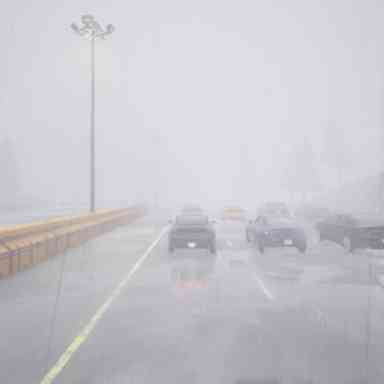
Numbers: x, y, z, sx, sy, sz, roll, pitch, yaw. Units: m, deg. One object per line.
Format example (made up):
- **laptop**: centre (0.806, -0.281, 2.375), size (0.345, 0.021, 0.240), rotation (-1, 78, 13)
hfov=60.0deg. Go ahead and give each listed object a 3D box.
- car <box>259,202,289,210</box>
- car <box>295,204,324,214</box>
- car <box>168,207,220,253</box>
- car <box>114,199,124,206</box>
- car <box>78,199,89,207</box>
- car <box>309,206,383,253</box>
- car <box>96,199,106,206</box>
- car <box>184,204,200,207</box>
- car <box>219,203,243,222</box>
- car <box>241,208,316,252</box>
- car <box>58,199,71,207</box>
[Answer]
- **car**: centre (7.010, 1.621, 29.068), size (2.097, 1.767, 4.553), rotation (0, -1, 0)
- **car**: centre (10.508, 1.765, 29.270), size (2.128, 1.511, 4.902), rotation (0, 0, 0)
- **car**: centre (0.004, 1.641, 14.294), size (1.837, 1.490, 4.892), rotation (0, 0, 0)
- **car**: centre (-15.189, 2.141, 69.110), size (1.837, 1.490, 4.892), rotation (0, -1, -13)
- **car**: centre (-21.891, 2.101, 67.077), size (1.882, 1.535, 5.008), rotation (0, -1, -13)
- **car**: centre (7.006, 1.613, 14.462), size (1.882, 1.535, 5.008), rotation (0, 0, 0)
- **car**: centre (-18.540, 2.132, 68.093), size (1.837, 1.490, 4.892), rotation (0, -1, -13)
- **car**: centre (0.009, 1.765, 29.278), size (2.128, 1.511, 4.902), rotation (0, 0, 0)
- **car**: centre (3.508, 1.752, 29.460), size (1.882, 1.535, 5.008), rotation (0, 0, 0)
- **car**: centre (3.505, 1.660, 14.379), size (1.812, 1.442, 4.674), rotation (0, 0, 0)
- **car**: centre (-25.247, 2.091, 66.058), size (1.882, 1.535, 5.008), rotation (0, -1, -13)
